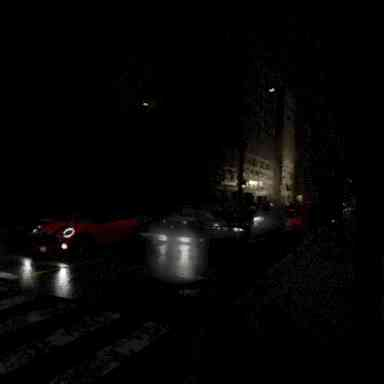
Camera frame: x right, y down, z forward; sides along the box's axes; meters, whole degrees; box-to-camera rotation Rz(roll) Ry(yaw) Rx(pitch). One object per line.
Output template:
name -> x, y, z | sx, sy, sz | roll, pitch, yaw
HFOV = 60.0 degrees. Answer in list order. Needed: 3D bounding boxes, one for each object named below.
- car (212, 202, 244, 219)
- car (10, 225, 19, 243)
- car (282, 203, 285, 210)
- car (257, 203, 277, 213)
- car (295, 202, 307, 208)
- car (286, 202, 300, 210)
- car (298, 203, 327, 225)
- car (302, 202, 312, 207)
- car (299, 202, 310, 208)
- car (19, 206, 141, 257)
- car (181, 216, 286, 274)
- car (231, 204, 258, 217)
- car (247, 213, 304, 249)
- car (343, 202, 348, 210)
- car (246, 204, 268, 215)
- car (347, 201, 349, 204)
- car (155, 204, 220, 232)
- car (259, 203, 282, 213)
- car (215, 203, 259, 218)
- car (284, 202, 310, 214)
car -> 3.863, 1.916, 34.864 | 1.967, 1.590, 4.097 | 1, -1, 27
car -> -6.006, 1.572, 15.069 | 1.802, 1.307, 4.206 | 1, -1, 27
car -> 16.194, 2.639, 59.606 | 2.008, 1.369, 4.403 | 1, -1, 27
car -> 11.260, 2.409, 49.709 | 1.947, 1.339, 4.313 | 1, -1, 27
car -> 26.061, 3.122, 79.401 | 1.887, 1.381, 4.507 | 1, -1, 27
car -> 21.127, 2.899, 69.503 | 1.947, 1.339, 4.313 | 1, -1, 27
car -> 11.498, 2.127, 31.077 | 1.967, 1.590, 4.097 | 1, -1, 27
car -> 30.994, 3.365, 89.298 | 1.887, 1.381, 4.507 | 1, -1, 27
car -> 28.528, 3.249, 84.349 | 2.008, 1.369, 4.403 | 1, -1, 27
car -> -4.029, 1.390, 13.249 | 2.097, 1.767, 4.553 | 2, -1, 27
car -> 1.632, 1.752, 11.286 | 2.008, 1.369, 4.403 | 1, -1, 27
car -> 6.327, 2.164, 39.811 | 1.947, 1.339, 4.313 | 1, -1, 27
car -> 4.097, 1.904, 16.233 | 1.802, 1.307, 4.206 | 1, -1, 27
car -> 33.690, 3.332, 75.602 | 1.887, 1.381, 4.507 | 1, -1, 27
car -> 8.793, 2.302, 44.760 | 1.802, 1.307, 4.206 | 1, -1, 27
car -> 38.622, 3.596, 85.497 | 1.947, 1.339, 4.313 | 1, -1, 27
car -> -0.107, 1.756, 21.136 | 1.812, 1.442, 4.674 | 2, -1, 27
car -> 8.649, 2.226, 38.625 | 1.994, 1.385, 4.181 | 2, -1, 27
car -> 4.047, 1.912, 29.444 | 1.882, 1.535, 5.008 | 2, 0, 27
car -> 12.786, 2.312, 39.926 | 1.837, 1.490, 4.892 | 2, 0, 27
